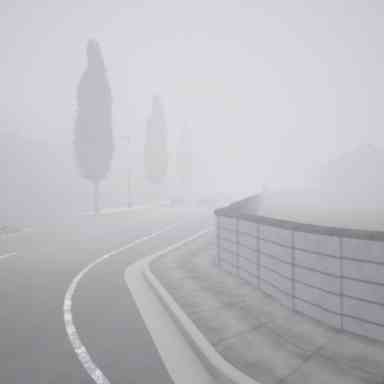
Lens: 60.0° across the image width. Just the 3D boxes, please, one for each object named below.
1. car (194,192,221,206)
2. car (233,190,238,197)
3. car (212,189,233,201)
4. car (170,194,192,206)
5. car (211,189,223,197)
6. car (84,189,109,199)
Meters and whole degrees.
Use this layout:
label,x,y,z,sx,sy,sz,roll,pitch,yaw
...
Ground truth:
label,x,y,z,sx,sy,sz,roll,pitch,yaw
car,1.894,1.024,41.404,2.033,1.411,5.357,-1,1,13
car,9.073,0.251,73.675,1.837,1.490,4.892,-1,1,13
car,5.169,0.602,56.126,2.097,1.767,4.553,-1,1,13
car,-1.430,1.041,42.558,1.812,1.442,4.674,-1,1,13
car,5.648,0.152,74.405,2.097,1.767,4.553,-1,1,13
car,-18.416,0.397,64.270,4.553,1.767,2.097,5,2,14
